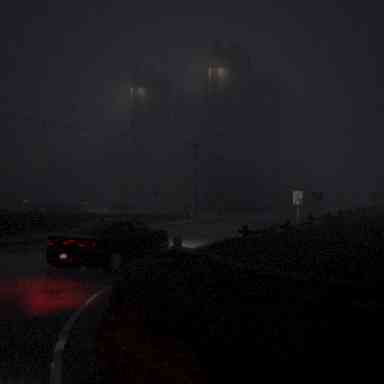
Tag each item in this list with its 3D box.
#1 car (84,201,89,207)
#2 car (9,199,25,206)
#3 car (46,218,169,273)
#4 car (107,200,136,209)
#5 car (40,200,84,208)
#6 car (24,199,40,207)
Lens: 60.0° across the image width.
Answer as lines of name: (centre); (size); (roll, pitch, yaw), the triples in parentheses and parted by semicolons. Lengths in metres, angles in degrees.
car: (-19.628, 2.105, 56.581); (4.902, 1.511, 2.128); (0, -1, 34)
car: (-34.647, 2.050, 66.643); (4.902, 1.511, 2.128); (0, -1, 34)
car: (-2.509, 1.604, 11.225); (1.882, 1.535, 5.008); (-1, -1, 22)
car: (-10.790, 2.045, 50.767); (5.008, 1.535, 1.882); (0, -1, 34)
car: (-18.011, 1.976, 46.204); (2.242, 1.667, 4.611); (0, -1, 34)
car: (-25.833, 2.197, 56.474); (4.718, 1.301, 1.895); (0, -1, 34)
